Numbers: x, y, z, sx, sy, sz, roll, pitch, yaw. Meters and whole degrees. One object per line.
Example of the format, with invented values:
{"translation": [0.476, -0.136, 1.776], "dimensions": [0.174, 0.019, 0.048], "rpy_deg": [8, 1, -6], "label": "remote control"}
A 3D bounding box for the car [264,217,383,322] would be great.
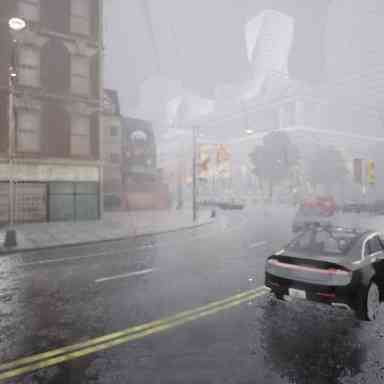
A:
{"translation": [3.493, 1.531, 7.453], "dimensions": [2.128, 1.511, 4.902], "rpy_deg": [0, 0, 44], "label": "car"}

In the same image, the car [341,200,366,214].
{"translation": [17.208, 1.701, 37.799], "dimensions": [1.837, 1.490, 4.892], "rpy_deg": [0, 0, -2], "label": "car"}

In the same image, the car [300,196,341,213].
{"translation": [13.875, 1.421, 36.949], "dimensions": [2.150, 2.045, 5.566], "rpy_deg": [0, 0, -2], "label": "car"}

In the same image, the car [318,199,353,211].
{"translation": [19.536, 1.757, 45.458], "dimensions": [2.002, 1.452, 4.674], "rpy_deg": [0, 0, -12], "label": "car"}

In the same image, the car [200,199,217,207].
{"translation": [3.385, 1.983, 59.495], "dimensions": [1.895, 1.301, 4.718], "rpy_deg": [0, 0, -29], "label": "car"}

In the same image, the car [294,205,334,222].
{"translation": [7.131, 1.672, 19.601], "dimensions": [1.994, 1.385, 4.181], "rpy_deg": [0, 0, 22], "label": "car"}

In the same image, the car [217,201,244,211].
{"translation": [5.450, 1.885, 45.563], "dimensions": [1.895, 1.301, 4.718], "rpy_deg": [0, 0, -15], "label": "car"}
